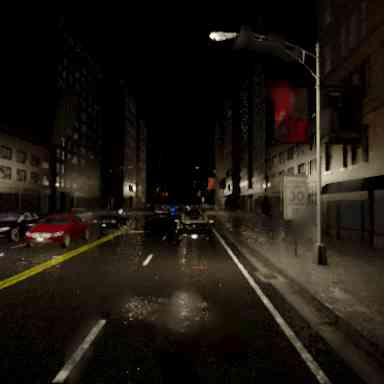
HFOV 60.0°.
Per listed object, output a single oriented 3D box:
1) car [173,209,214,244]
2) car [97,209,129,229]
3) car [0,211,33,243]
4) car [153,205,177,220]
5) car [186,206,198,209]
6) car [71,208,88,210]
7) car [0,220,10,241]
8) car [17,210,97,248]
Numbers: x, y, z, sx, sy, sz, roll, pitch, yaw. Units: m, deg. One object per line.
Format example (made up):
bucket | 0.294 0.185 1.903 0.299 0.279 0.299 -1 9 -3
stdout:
car | 0.115 1.921 18.175 1.837 1.490 4.892 0 -2 0
car | -6.481 2.140 27.195 2.033 1.411 5.357 0 -1 0
car | -9.782 1.834 18.296 2.128 1.511 4.902 0 -1 1
car | -3.225 2.368 37.578 2.128 1.511 4.902 0 -1 0
car | 0.039 2.448 39.743 2.128 1.511 4.902 0 -1 0
car | -9.730 2.126 28.506 1.812 1.442 4.674 0 -1 0
car | -6.580 1.606 7.714 1.837 1.490 4.892 0 -1 0
car | -6.547 1.854 16.735 1.812 1.442 4.674 0 -1 1
